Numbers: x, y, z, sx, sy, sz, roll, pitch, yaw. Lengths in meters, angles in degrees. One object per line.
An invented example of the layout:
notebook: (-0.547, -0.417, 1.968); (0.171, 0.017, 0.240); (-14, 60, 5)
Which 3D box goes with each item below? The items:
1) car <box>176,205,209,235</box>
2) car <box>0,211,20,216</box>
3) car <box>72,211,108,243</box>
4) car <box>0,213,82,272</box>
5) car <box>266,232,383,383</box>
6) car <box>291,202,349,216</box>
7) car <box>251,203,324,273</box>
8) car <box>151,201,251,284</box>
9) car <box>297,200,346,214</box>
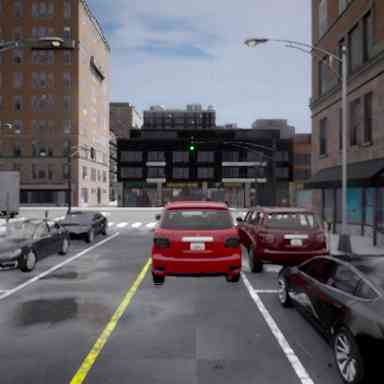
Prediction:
car: (-0.073, 1.612, 20.367); (1.812, 1.442, 4.674); (0, 0, -3)
car: (-17.509, 1.646, 28.682); (4.718, 1.301, 1.895); (0, 0, 0)
car: (-5.386, 1.636, 16.440); (1.947, 1.339, 4.313); (0, 0, 0)
car: (-5.387, 1.597, 10.778); (2.008, 1.369, 4.403); (0, 0, 0)
car: (2.636, 1.588, 5.114); (1.947, 1.339, 4.313); (0, 0, 0)
car: (13.582, 1.775, 35.517); (5.357, 1.411, 2.033); (0, 0, 0)
car: (2.638, 1.361, 10.777); (2.192, 1.841, 5.009); (0, 0, 0)
car: (0.067, 1.265, 9.846); (2.150, 2.045, 5.566); (0, 0, -1)
car: (15.046, 1.727, 38.776); (5.008, 1.535, 1.882); (0, 0, 0)
